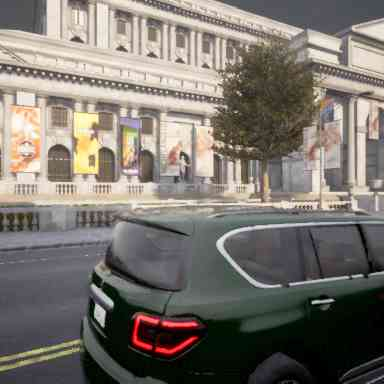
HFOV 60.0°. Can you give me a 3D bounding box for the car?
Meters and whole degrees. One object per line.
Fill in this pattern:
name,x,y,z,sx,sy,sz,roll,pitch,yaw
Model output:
car,1.485,1.213,4.294,5.566,2.045,2.150,1,-1,-31
